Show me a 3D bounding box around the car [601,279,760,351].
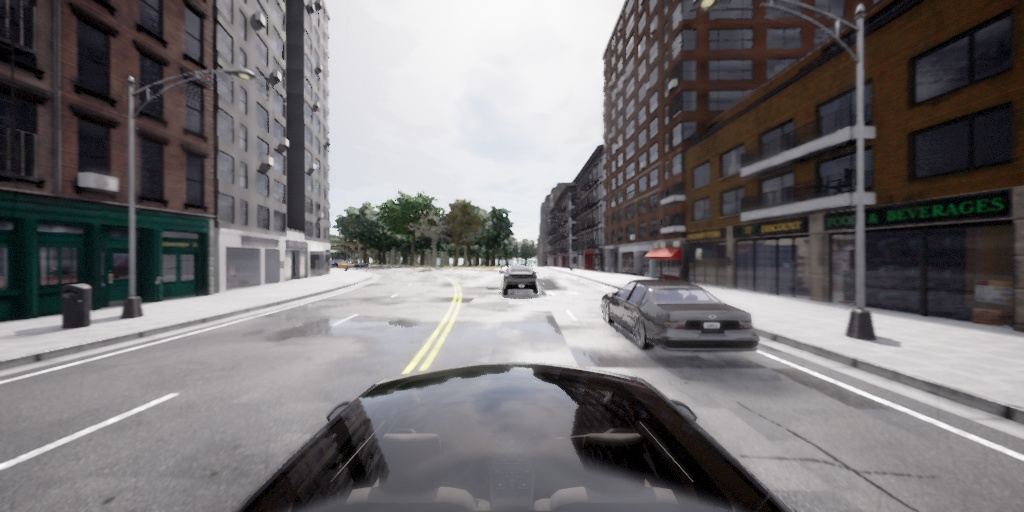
[{"bbox_3d":[3.640,1.290,8.913,2.033,1.411,5.357,0,0,2],"label":"car"}]

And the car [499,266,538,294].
[{"bbox_3d":[0.378,1.299,20.848,1.837,1.490,4.892,0,0,-3],"label":"car"}]
